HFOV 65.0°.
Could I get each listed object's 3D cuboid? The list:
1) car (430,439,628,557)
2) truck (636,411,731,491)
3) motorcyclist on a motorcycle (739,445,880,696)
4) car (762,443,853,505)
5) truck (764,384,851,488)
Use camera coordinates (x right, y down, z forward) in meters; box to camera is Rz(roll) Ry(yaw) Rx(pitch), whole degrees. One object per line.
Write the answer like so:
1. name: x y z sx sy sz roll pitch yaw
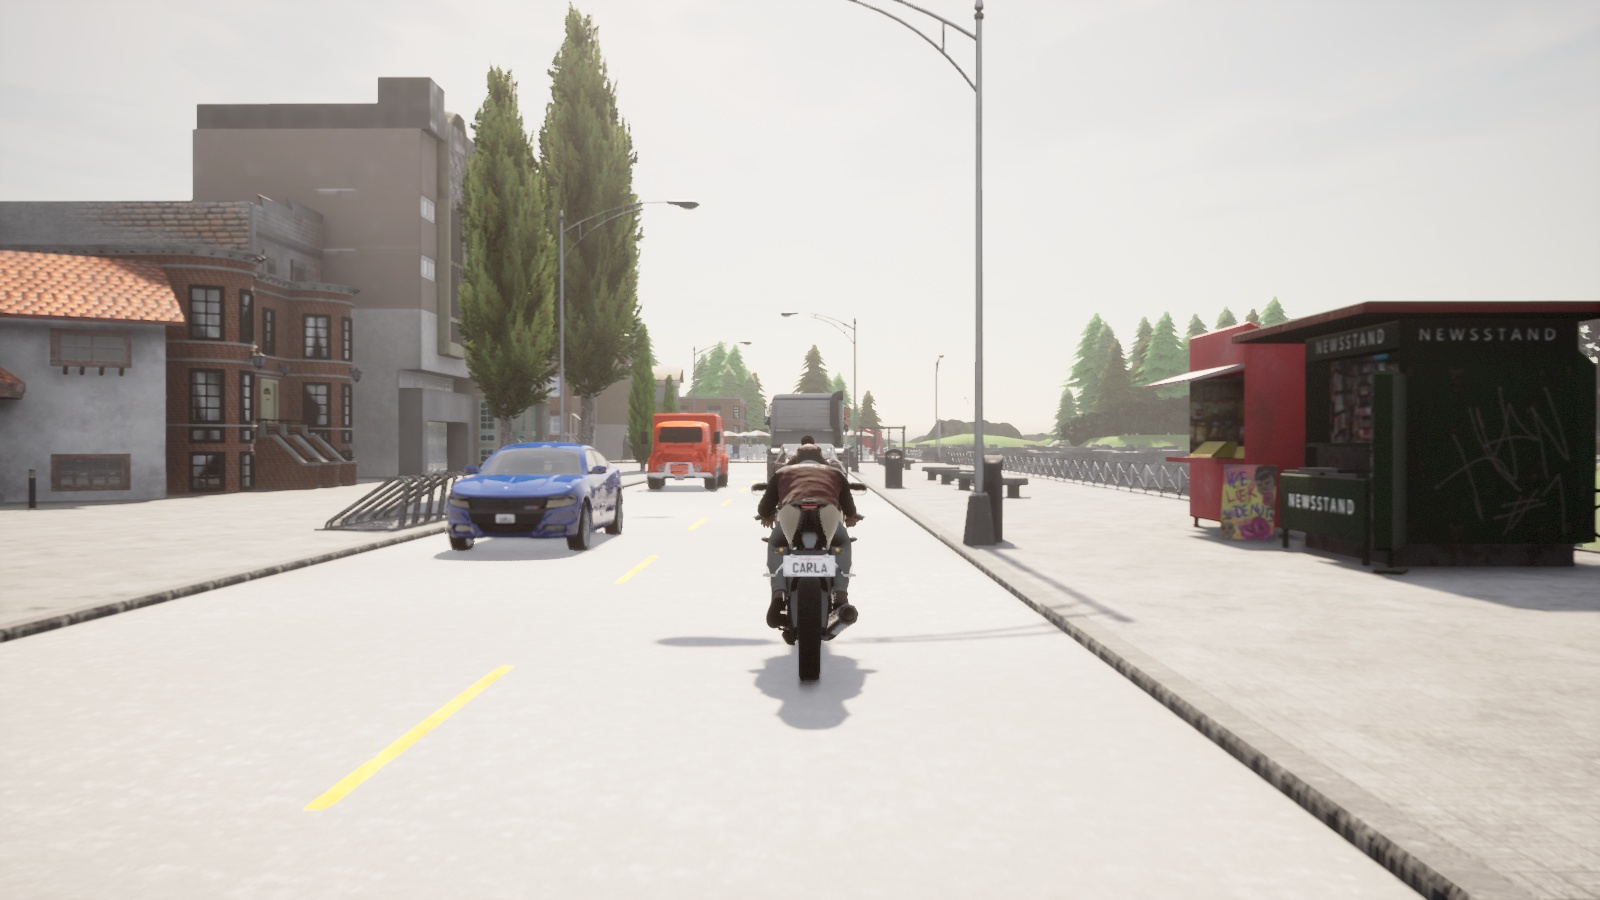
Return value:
1. car: -3.882 0.615 18.915 1.882 1.535 5.008 0 0 0
2. truck: -3.758 0.023 41.599 2.627 2.467 5.204 0 0 0
3. motorcyclist on a motorcycle: 0.065 0.732 8.779 0.866 1.530 2.191 0 0 0
4. car: 0.192 0.564 32.352 2.163 1.488 4.792 0 0 0
5. truck: 0.266 -0.492 45.585 2.891 3.462 7.936 0 0 0
